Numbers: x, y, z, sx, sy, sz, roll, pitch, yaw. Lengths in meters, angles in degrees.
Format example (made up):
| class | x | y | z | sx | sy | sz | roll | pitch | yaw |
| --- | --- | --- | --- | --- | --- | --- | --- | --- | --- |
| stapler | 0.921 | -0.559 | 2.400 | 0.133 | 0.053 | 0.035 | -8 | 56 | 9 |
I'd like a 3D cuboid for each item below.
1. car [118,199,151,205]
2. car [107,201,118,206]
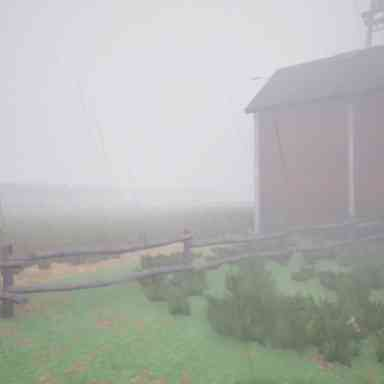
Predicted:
| class | x | y | z | sx | sy | sz | roll | pitch | yaw |
| --- | --- | --- | --- | --- | --- | --- | --- | --- | --- |
| car | -8.393 | 1.836 | 51.317 | 2.128 | 1.511 | 4.902 | -1 | 0 | 35 |
| car | -10.992 | 1.920 | 53.012 | 2.033 | 1.411 | 5.357 | -1 | 0 | 35 |
